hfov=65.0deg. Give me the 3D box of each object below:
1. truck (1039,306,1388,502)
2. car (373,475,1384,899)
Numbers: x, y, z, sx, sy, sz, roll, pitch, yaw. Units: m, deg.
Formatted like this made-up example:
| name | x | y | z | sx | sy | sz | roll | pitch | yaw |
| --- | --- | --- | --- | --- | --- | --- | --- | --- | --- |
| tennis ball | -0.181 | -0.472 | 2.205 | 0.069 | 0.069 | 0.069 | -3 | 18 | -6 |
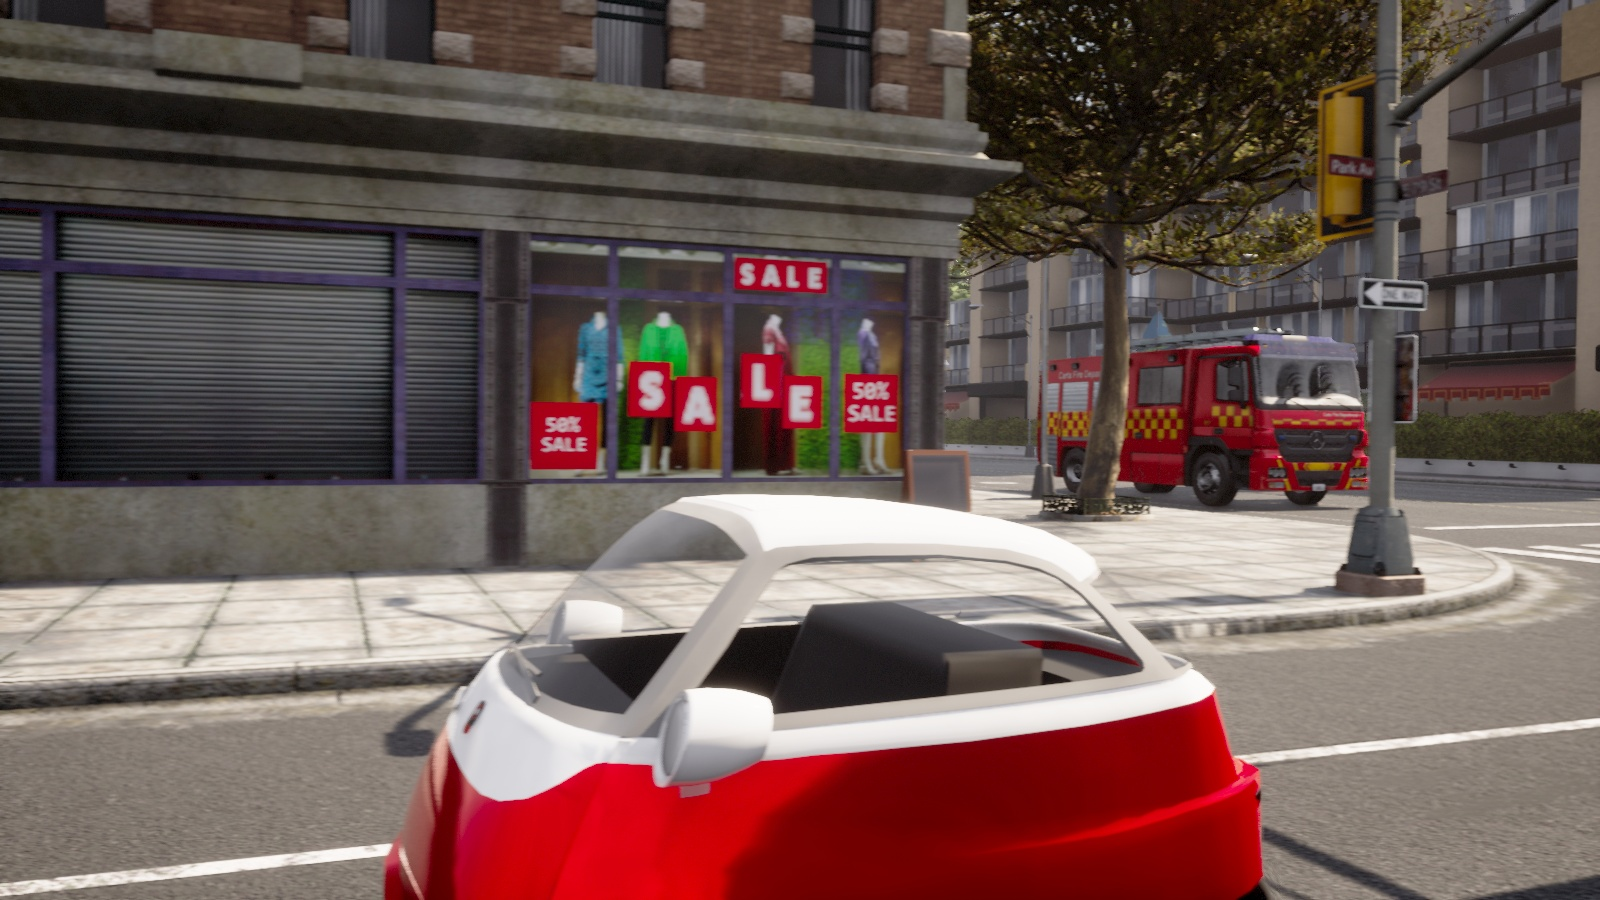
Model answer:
| name | x | y | z | sx | sy | sz | roll | pitch | yaw |
| --- | --- | --- | --- | --- | --- | --- | --- | --- | --- |
| truck | 9.061 | -0.971 | 28.951 | 2.891 | 3.827 | 8.468 | -1 | 1 | -21 |
| car | 0.087 | 0.795 | 3.273 | 2.207 | 1.376 | 1.481 | -1 | 1 | -21 |
